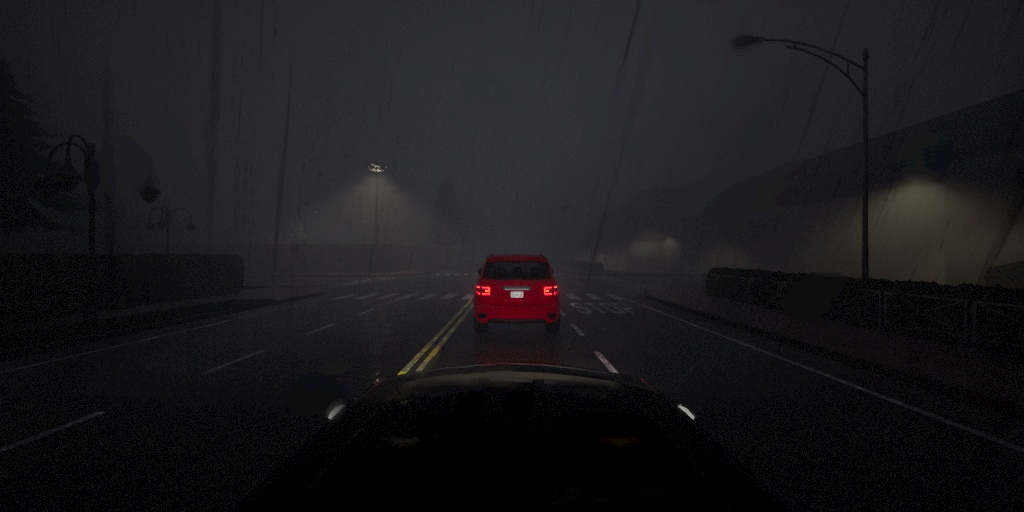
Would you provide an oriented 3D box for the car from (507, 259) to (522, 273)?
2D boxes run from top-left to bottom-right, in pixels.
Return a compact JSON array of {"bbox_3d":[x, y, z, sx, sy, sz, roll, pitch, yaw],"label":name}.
[{"bbox_3d":[0.348,1.228,45.550,1.882,1.535,5.008,0,0,1],"label":"car"}]

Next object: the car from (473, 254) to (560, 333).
[{"bbox_3d":[0.120,0.971,10.841,2.150,2.045,5.566,0,0,0],"label":"car"}]
